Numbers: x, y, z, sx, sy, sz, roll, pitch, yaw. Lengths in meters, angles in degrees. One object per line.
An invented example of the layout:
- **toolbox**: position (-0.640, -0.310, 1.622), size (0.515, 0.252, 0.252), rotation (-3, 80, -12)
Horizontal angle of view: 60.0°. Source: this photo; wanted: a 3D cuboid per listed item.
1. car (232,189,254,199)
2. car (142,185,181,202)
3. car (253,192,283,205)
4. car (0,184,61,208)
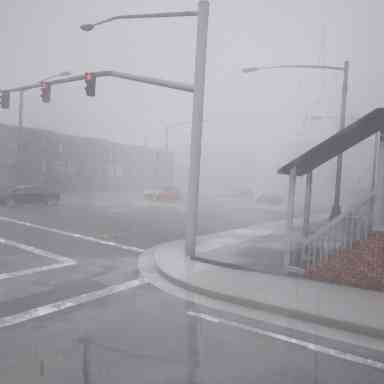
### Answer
- **car**: position (7.867, 0.243, 50.482), size (2.128, 1.511, 4.902), rotation (5, 3, 36)
- **car**: position (-3.131, 0.078, 35.323), size (2.097, 1.767, 4.553), rotation (5, 3, 36)
- **car**: position (9.608, 0.780, 40.774), size (1.994, 1.385, 4.181), rotation (5, 3, 36)
- **car**: position (-11.702, 0.231, 23.370), size (1.837, 1.490, 4.892), rotation (5, 3, 35)
